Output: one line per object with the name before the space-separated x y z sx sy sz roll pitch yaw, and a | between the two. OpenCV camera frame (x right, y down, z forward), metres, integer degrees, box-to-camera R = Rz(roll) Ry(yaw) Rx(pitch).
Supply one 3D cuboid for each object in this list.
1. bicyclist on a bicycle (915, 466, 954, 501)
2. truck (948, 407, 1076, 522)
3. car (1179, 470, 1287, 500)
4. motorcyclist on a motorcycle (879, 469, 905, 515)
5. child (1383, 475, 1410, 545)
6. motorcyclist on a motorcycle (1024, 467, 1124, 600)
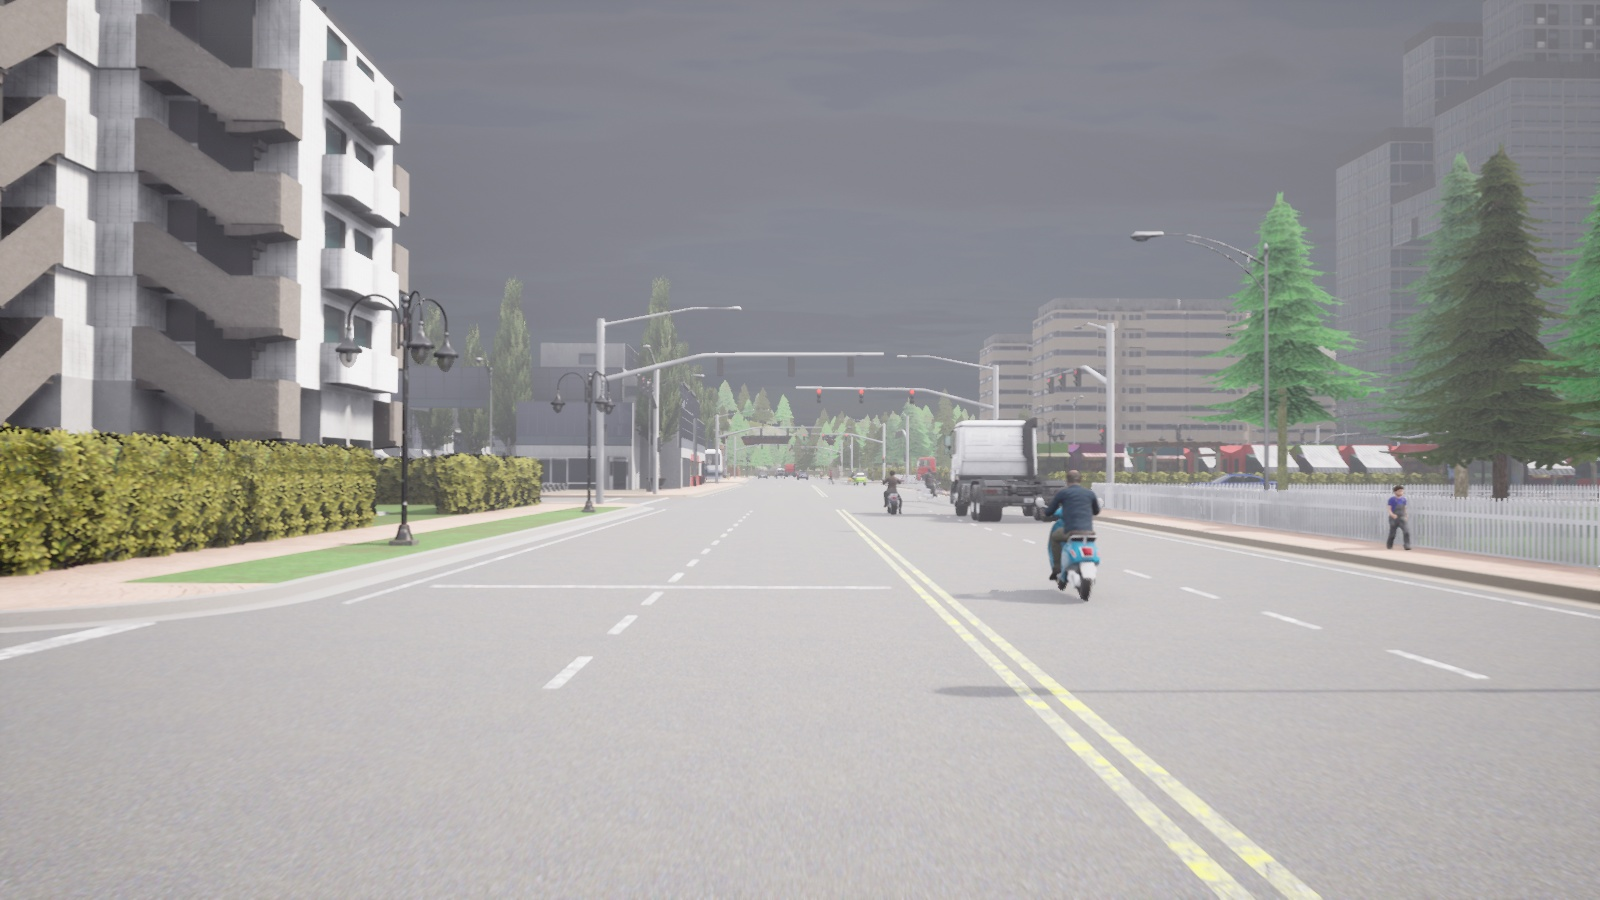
bicyclist on a bicycle | 6.864 1.731 64.135 1.843 1.776 0.659 -1 -2 32
truck | 6.903 0.509 42.071 2.891 3.462 7.936 0 -1 0
car | 22.669 1.804 65.867 5.008 1.535 1.882 0 -1 -2
motorcyclist on a motorcycle | 3.387 1.525 46.207 0.766 1.649 2.350 0 -1 0
child | 10.988 1.096 23.127 0.270 1.263 0.437 0 -1 0
motorcyclist on a motorcycle | 3.461 1.022 16.016 0.866 1.590 1.817 0 -1 0
